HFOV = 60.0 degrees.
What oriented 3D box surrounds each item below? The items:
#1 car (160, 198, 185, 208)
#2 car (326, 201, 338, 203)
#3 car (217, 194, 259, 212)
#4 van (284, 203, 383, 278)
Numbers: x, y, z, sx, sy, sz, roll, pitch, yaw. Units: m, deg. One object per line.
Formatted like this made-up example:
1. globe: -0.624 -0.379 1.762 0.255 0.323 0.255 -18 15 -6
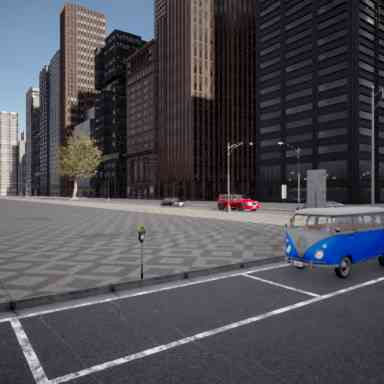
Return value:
1. car: -2.963 1.597 50.268 2.128 1.511 4.902 0 0 -35
2. car: 12.107 1.534 29.284 2.128 1.511 4.902 0 0 -36
3. car: 5.265 1.294 38.792 2.150 2.045 5.566 0 0 -36
4. van: 4.463 1.341 9.836 3.998 1.788 1.690 0 0 -36
